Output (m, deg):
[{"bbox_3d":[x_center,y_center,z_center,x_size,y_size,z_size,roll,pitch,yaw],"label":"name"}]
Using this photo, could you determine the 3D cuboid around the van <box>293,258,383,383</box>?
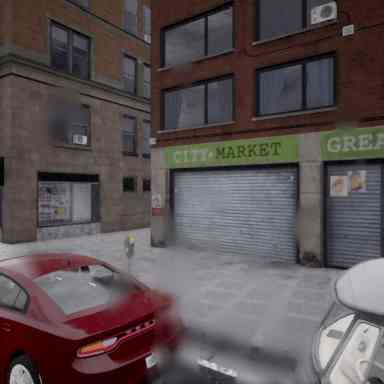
[{"bbox_3d":[2.411,1.341,1.357,3.998,1.788,1.690,0,0,35],"label":"van"}]

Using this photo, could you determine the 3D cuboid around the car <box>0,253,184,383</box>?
[{"bbox_3d":[-2.198,1.544,4.644,4.507,1.381,1.887,0,0,35],"label":"car"}]
